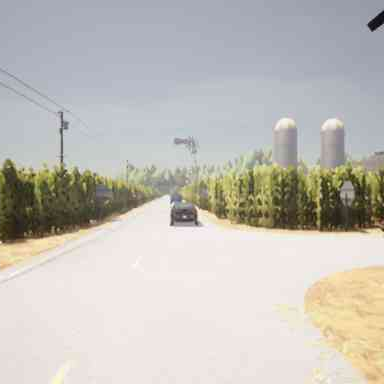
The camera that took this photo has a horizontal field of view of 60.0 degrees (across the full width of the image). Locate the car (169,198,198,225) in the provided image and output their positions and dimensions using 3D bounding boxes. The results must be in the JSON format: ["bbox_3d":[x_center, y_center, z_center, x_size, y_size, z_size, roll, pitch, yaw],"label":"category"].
[{"bbox_3d":[-0.620,1.491,24.370,1.882,1.535,5.008,0,0,-3],"label":"car"}]

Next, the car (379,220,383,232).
[{"bbox_3d":[11.642,1.605,15.887,4.718,1.301,1.895,0,0,-3],"label":"car"}]

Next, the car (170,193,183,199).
[{"bbox_3d":[-2.763,1.254,58.858,2.150,2.045,5.566,0,0,-4],"label":"car"}]
